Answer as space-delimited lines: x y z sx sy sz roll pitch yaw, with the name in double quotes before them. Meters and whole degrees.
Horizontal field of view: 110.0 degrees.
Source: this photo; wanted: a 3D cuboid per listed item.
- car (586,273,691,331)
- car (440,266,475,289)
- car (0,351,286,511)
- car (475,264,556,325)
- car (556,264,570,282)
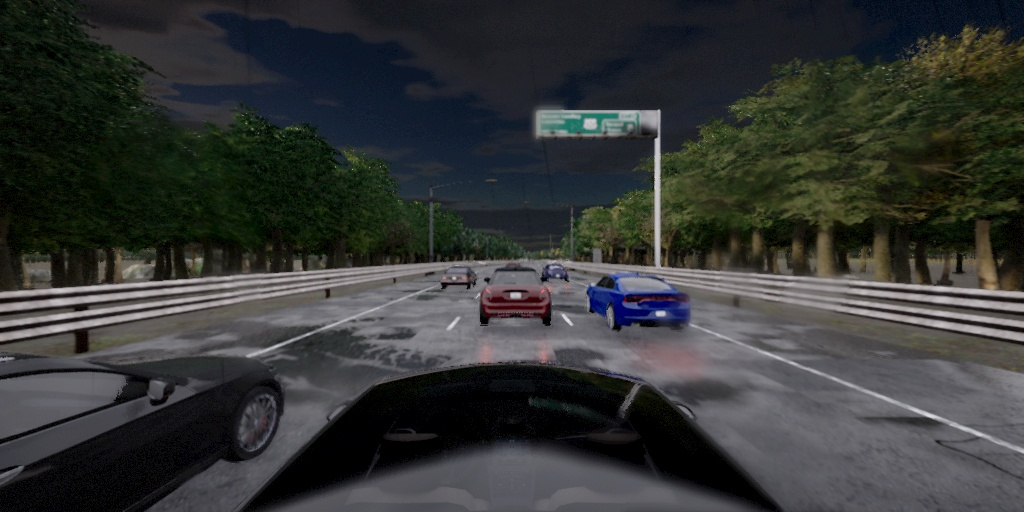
"car" 3.613 1.255 11.148 1.882 1.535 5.008 0 0 0
"car" -3.396 1.375 23.660 2.033 1.411 5.357 0 0 0
"car" -3.413 1.277 2.029 1.812 1.442 4.674 0 0 0
"car" 0.102 1.133 12.151 2.097 1.767 4.553 0 0 0
"car" 3.605 1.388 30.464 1.812 1.442 4.674 0 0 0
